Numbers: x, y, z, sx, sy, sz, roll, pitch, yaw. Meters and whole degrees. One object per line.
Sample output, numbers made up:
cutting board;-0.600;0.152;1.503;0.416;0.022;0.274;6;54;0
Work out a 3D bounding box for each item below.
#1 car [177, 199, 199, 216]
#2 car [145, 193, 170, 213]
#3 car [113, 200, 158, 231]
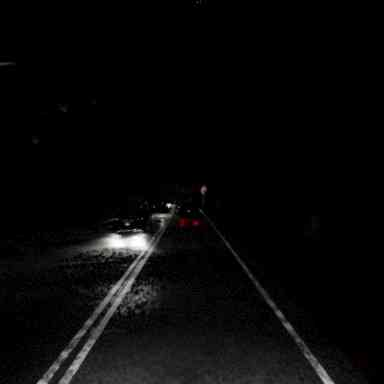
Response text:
car;-0.346;1.450;31.737;2.128;1.511;4.902;0;0;-1
car;-3.919;1.144;36.654;2.150;2.045;5.566;0;0;-2
car;-3.552;1.492;20.539;2.128;1.511;4.902;0;0;-1
